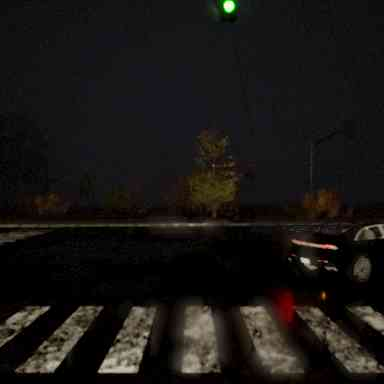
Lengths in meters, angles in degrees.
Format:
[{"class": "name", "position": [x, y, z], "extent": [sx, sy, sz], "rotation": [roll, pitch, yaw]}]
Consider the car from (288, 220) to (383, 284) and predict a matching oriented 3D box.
[{"class": "car", "position": [5.088, 1.589, 9.825], "extent": [4.902, 1.511, 2.128], "rotation": [0, -1, -29]}]
